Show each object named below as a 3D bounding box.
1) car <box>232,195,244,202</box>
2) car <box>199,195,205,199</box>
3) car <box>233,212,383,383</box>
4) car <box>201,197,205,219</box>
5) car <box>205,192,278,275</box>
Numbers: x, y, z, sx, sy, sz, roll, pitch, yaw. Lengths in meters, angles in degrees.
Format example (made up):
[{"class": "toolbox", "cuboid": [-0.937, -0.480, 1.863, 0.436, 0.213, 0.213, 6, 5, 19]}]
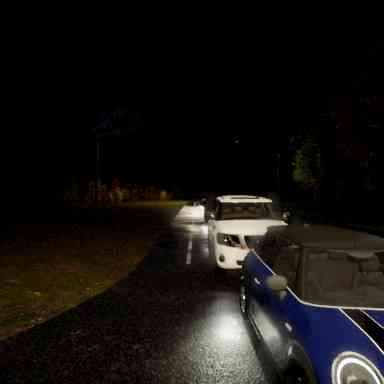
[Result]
[{"class": "car", "cuboid": [9.411, 1.241, 68.866, 1.895, 1.301, 4.718, 0, 0, 1]}, {"class": "car", "cuboid": [2.203, 1.249, 49.264, 1.837, 1.490, 4.892, 0, 0, 1]}, {"class": "car", "cuboid": [1.932, 1.338, 4.208, 2.097, 1.767, 4.553, 0, 0, -1]}, {"class": "car", "cuboid": [1.824, 1.347, 24.279, 1.882, 1.535, 5.008, 0, 0, 1]}, {"class": "car", "cuboid": [1.654, 1.160, 10.552, 2.150, 2.045, 5.566, 0, 0, 1]}]
